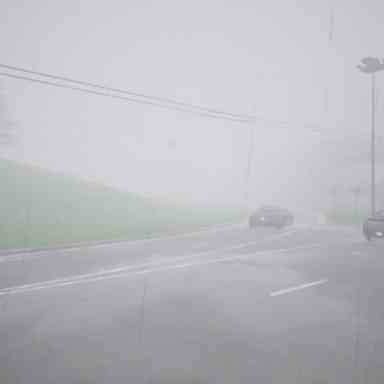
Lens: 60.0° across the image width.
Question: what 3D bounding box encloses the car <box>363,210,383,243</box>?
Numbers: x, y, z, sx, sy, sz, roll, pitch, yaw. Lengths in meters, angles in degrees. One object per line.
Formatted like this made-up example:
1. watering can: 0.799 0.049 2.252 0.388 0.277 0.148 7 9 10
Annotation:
1. car: 9.536 1.469 14.819 4.902 1.511 2.128 0 0 -35

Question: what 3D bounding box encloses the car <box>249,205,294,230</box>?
1. car: 5.097 1.539 21.093 1.994 1.385 4.181 0 0 29
